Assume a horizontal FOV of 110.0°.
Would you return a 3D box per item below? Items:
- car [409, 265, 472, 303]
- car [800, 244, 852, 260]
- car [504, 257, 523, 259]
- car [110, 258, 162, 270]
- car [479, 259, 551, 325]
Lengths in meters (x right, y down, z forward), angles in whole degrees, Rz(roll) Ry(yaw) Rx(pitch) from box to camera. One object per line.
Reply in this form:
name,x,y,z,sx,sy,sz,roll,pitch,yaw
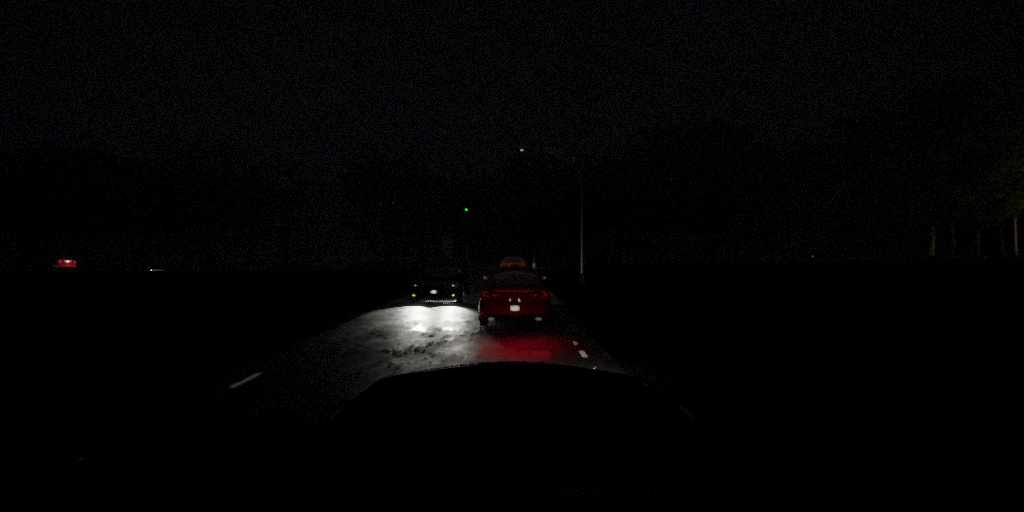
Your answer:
car,-2.833,1.066,14.919,1.994,1.385,4.181,0,1,0
car,40.953,-0.470,46.799,5.566,2.045,2.150,-1,-1,1
car,0.109,0.775,26.315,1.882,1.535,5.008,0,1,1
car,-45.049,1.034,43.305,4.181,1.385,1.994,0,-1,1
car,0.081,1.050,11.111,1.882,1.535,5.008,0,1,0
